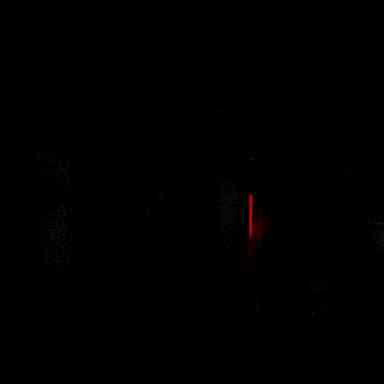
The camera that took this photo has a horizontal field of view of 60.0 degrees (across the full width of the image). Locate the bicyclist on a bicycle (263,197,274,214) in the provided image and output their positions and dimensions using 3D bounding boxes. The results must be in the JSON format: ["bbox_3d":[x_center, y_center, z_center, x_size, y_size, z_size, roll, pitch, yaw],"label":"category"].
[{"bbox_3d":[7.370,1.349,32.092,1.656,1.620,0.582,0,0,-36],"label":"bicyclist on a bicycle"}]
